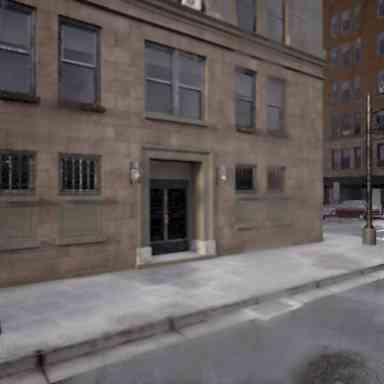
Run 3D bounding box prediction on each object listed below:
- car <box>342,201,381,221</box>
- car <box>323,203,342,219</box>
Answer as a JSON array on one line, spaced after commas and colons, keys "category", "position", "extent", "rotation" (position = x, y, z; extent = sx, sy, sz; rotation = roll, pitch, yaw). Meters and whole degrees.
[{"category": "car", "position": [12.608, 1.395, 26.493], "extent": [1.967, 1.590, 4.097], "rotation": [0, 0, -35]}, {"category": "car", "position": [9.056, 1.508, 27.361], "extent": [2.033, 1.411, 5.357], "rotation": [0, 0, -37]}]
